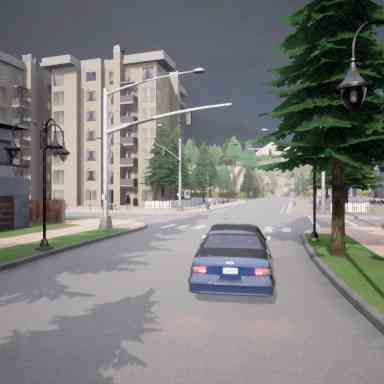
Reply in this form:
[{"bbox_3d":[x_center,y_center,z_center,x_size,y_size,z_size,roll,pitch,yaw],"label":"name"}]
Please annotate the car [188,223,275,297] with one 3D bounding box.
[{"bbox_3d":[1.133,1.547,8.810,2.033,1.411,5.357,0,0,9],"label":"car"}]
